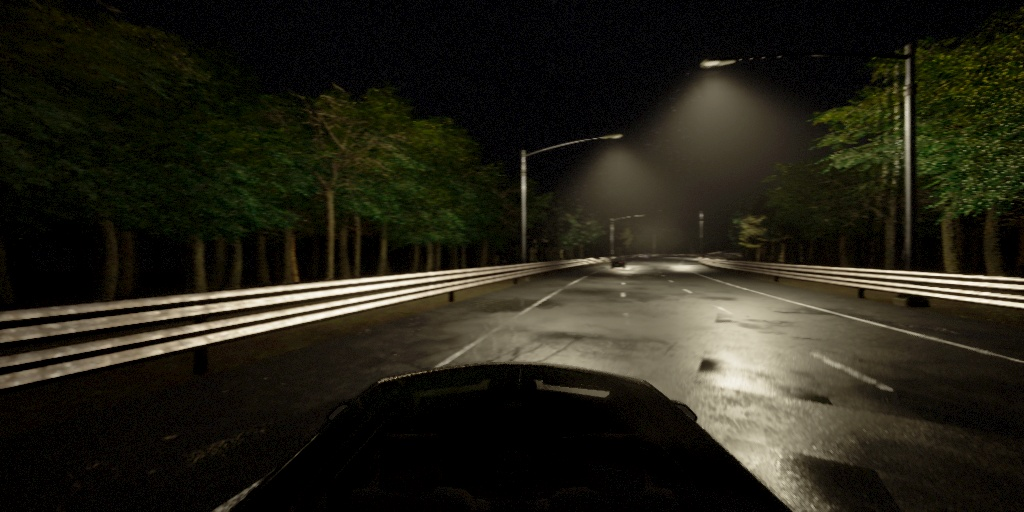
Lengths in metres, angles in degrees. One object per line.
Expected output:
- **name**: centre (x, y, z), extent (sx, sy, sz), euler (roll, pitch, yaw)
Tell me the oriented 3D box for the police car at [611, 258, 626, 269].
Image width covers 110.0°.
- **police car**: centre (15.630, 1.060, 52.530), extent (1.930, 1.638, 5.238), euler (0, 0, 21)
